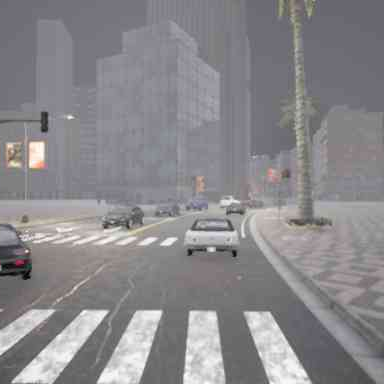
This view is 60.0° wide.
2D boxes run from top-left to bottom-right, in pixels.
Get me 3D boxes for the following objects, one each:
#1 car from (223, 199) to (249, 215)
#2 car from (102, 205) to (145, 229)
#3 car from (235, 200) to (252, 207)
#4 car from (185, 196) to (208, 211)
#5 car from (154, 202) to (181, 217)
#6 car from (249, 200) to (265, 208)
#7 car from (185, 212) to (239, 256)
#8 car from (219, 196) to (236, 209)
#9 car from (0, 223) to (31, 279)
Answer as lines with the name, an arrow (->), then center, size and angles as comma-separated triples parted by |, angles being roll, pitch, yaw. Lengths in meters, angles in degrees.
car -> 5.155, 1.896, 38.378 | 1.994, 1.385, 4.181 | 0, -1, 14
car -> -4.667, 1.684, 23.298 | 1.837, 1.490, 4.892 | 0, 0, 8
car -> 9.782, 2.156, 62.846 | 1.895, 1.301, 4.718 | 0, -1, 25
car -> 0.789, 1.615, 47.607 | 2.150, 2.045, 5.566 | 0, 0, 17
car -> -2.522, 1.790, 35.012 | 1.837, 1.490, 4.892 | 0, -1, 13
car -> 11.249, 2.063, 57.563 | 2.033, 1.411, 5.357 | 0, -1, 22
car -> 0.868, 1.709, 13.710 | 1.895, 1.301, 4.718 | 0, 0, 5
car -> 5.939, 1.680, 52.882 | 2.150, 2.045, 5.566 | 0, -1, 20
car -> -5.858, 1.589, 9.463 | 1.812, 1.442, 4.674 | 1, -1, -36
